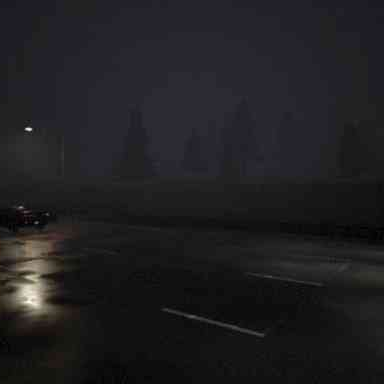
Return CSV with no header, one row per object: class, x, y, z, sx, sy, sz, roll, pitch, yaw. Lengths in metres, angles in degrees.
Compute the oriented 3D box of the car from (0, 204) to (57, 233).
car,-10.808,1.555,20.302,4.902,1.511,2.128,0,0,36
